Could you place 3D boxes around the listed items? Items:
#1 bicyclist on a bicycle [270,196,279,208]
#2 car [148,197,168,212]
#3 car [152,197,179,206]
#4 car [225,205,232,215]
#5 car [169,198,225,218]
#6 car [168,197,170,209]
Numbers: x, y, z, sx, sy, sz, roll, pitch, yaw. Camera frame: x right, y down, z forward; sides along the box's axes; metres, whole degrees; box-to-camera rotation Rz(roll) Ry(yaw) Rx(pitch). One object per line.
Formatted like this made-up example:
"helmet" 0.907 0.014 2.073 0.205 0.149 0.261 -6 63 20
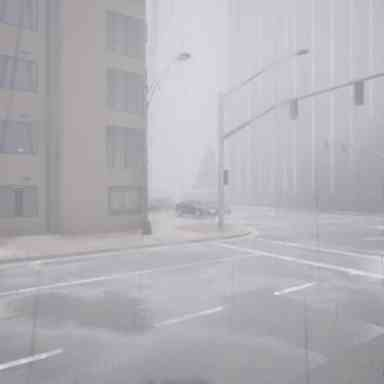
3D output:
"bicyclist on a bicycle" 10.487 1.294 42.388 1.656 1.620 0.582 0 0 -35
"car" -5.063 1.473 37.635 1.882 1.535 5.008 0 0 -35
"car" -4.506 1.540 55.337 2.033 1.411 5.357 0 0 -35
"car" 2.010 1.521 33.634 1.812 1.442 4.674 0 0 -35
"car" 0.364 1.487 29.844 2.128 1.511 4.902 0 0 -35
"car" -3.282 1.486 41.207 2.128 1.511 4.902 0 0 -35
